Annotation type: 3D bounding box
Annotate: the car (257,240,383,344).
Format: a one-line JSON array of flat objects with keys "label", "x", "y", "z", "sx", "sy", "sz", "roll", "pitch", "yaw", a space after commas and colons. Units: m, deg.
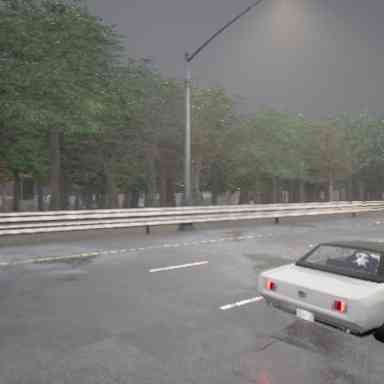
[{"label": "car", "x": 3.546, "y": 1.601, "z": 6.398, "sx": 4.718, "sy": 1.301, "sz": 1.895, "roll": 0, "pitch": 0, "yaw": -36}]
